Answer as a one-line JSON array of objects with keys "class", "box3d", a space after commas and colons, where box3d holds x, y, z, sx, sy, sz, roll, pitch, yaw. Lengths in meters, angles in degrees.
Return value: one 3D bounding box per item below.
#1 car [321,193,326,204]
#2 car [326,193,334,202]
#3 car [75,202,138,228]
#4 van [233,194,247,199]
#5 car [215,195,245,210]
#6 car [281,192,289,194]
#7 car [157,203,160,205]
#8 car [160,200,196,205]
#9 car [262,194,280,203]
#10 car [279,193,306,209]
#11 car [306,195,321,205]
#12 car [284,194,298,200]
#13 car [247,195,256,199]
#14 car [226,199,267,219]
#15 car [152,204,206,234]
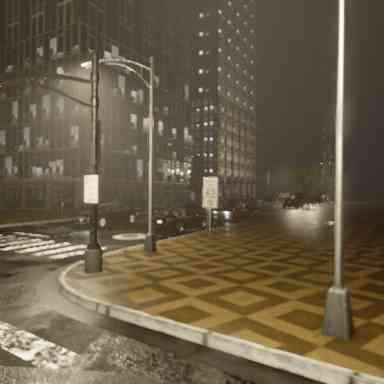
[{"class": "car", "box3d": [21.962, 1.288, 58.973, 1.967, 1.590, 4.097, 1, 1, 30]}, {"class": "car", "box3d": [27.631, 1.373, 68.751, 1.802, 1.307, 4.206, 1, 1, 30]}, {"class": "car", "box3d": [-5.709, 1.511, 22.827, 1.837, 1.490, 4.892, 1, 1, 30]}, {"class": "van", "box3d": [6.128, 1.173, 48.374, 1.690, 1.788, 3.998, 1, 1, 30]}, {"class": "car", "box3d": [4.367, 1.430, 40.187, 1.812, 1.442, 4.674, 1, 1, 31]}, {"class": "car", "box3d": [20.316, 1.004, 72.832, 2.192, 1.841, 5.009, 1, 1, 30]}, {"class": "car", "box3d": [-2.387, 1.485, 33.702, 1.947, 1.339, 4.313, 1, 1, 30]}, {"class": "car", "box3d": [-0.723, 1.520, 31.431, 1.994, 1.385, 4.181, 1, 1, 30]}, {"class": "car", "box3d": [14.638, 1.291, 63.052, 1.887, 1.381, 4.507, 1, 1, 30]}, {"class": "car", "box3d": [13.455, 1.375, 44.309, 1.967, 1.590, 4.097, 1, 1, 30]}, {"class": "car", "box3d": [19.211, 1.401, 54.233, 1.752, 1.417, 4.829, 1, 1, 30]}, {"class": "car", "box3d": [23.150, 1.211, 77.727, 2.008, 1.369, 4.403, 1, 1, 30]}, {"class": "car", "box3d": [8.964, 1.244, 53.267, 1.967, 1.590, 4.097, 1, 1, 30]}, {"class": "car", "box3d": [4.948, 1.603, 29.647, 1.802, 1.307, 4.206, 1, 1, 30]}, {"class": "car", "box3d": [-0.723, 1.644, 19.870, 1.947, 1.339, 4.313, 1, 1, 30]}]
